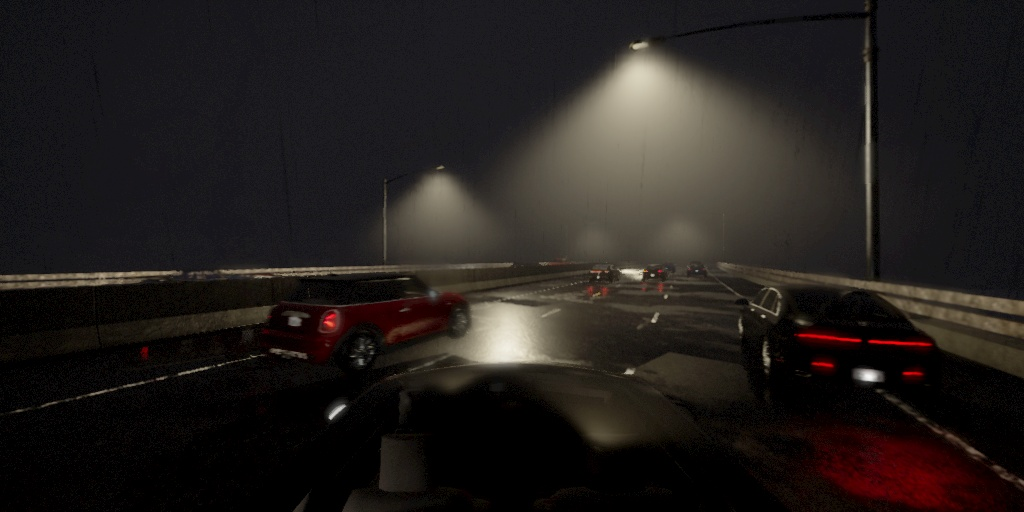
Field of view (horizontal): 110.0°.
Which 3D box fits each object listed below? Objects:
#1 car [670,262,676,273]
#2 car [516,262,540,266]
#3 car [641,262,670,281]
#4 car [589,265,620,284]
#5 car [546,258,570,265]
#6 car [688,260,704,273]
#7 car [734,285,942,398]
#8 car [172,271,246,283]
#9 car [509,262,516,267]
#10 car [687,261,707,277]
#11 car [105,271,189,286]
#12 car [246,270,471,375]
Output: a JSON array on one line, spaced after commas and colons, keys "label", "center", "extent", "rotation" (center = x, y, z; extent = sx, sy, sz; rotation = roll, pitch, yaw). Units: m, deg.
[{"label": "car", "center": [21.775, 1.596, 50.082], "extent": [1.882, 1.535, 5.008], "rotation": [0, -1, 27]}, {"label": "car", "center": [2.789, 1.655, 51.749], "extent": [1.837, 1.490, 4.892], "rotation": [0, -1, 27]}, {"label": "car", "center": [13.138, 1.502, 32.886], "extent": [1.812, 1.442, 4.674], "rotation": [0, -1, 26]}, {"label": "car", "center": [7.784, 1.450, 29.947], "extent": [2.128, 1.511, 4.902], "rotation": [0, -1, 26]}, {"label": "car", "center": [6.659, 1.367, 51.661], "extent": [2.150, 2.045, 5.566], "rotation": [0, -1, 27]}, {"label": "car", "center": [27.170, 1.493, 52.979], "extent": [2.097, 1.767, 4.553], "rotation": [0, -1, 27]}, {"label": "car", "center": [5.587, 1.287, 6.764], "extent": [1.837, 1.490, 4.892], "rotation": [0, 0, 25]}, {"label": "car", "center": [-11.197, 1.429, 15.277], "extent": [1.994, 1.385, 4.181], "rotation": [0, 0, 25]}, {"label": "car", "center": [1.101, 1.696, 56.165], "extent": [1.837, 1.490, 4.892], "rotation": [0, -1, 27]}, {"label": "car", "center": [20.954, 1.599, 40.696], "extent": [1.994, 1.385, 4.181], "rotation": [0, -1, 26]}, {"label": "car", "center": [-15.439, 1.465, 14.512], "extent": [1.895, 1.301, 4.718], "rotation": [0, 0, 25]}, {"label": "car", "center": [-2.796, 1.152, 8.039], "extent": [2.097, 1.767, 4.553], "rotation": [0, 0, 25]}]
